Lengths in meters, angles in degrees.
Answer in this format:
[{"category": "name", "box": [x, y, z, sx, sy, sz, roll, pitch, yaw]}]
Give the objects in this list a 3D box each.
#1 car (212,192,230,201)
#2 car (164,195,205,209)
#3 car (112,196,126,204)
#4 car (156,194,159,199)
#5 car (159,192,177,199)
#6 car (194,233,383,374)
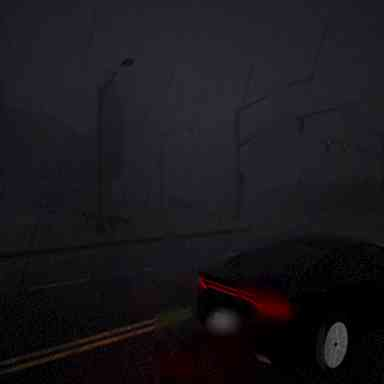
[{"category": "car", "box": [6.023, 0.909, 71.176, 3.866, 1.878, 1.905, 0, 0, -37]}, {"category": "car", "box": [-1.117, 1.418, 43.229, 2.033, 1.411, 5.357, 0, 0, -35]}, {"category": "car", "box": [-13.708, 1.433, 61.278, 1.994, 1.385, 4.181, 0, 0, -35]}, {"category": "car", "box": [-7.393, 0.907, 89.261, 4.605, 1.855, 1.932, 0, 0, -37]}, {"category": "car", "box": [-5.710, 0.910, 86.906, 3.866, 1.878, 1.905, 0, 0, -37]}, {"category": "car", "box": [2.344, 1.451, 5.692, 5.008, 1.535, 1.882, 0, 0, -37]}]
